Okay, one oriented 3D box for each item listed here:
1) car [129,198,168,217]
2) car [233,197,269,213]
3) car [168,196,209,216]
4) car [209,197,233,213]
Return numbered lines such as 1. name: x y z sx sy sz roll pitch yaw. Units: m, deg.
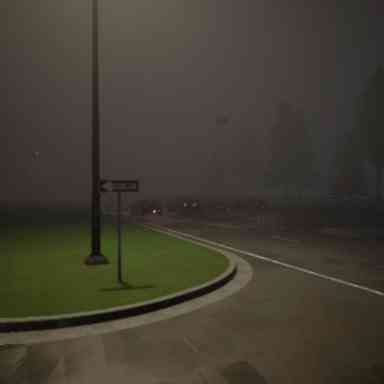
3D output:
1. car: -4.007 1.275 28.380 1.837 1.490 4.892 0 1 -25
2. car: 5.505 1.211 32.832 2.128 1.511 4.902 0 1 -25
3. car: -0.714 1.107 29.602 2.097 1.767 4.553 0 1 -25
4. car: 1.640 1.203 32.802 1.882 1.535 5.008 0 1 -25
